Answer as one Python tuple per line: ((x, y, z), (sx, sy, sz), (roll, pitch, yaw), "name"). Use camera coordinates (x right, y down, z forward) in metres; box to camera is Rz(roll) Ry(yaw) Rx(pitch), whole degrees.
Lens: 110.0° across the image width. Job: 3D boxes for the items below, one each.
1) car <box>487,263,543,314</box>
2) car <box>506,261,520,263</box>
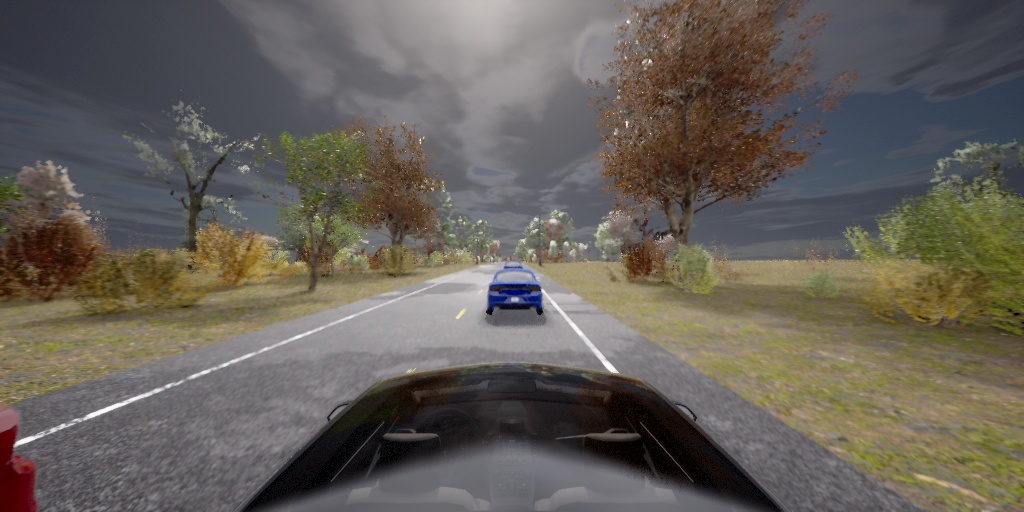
((0.098, 1.211, 13.792), (1.882, 1.535, 5.008), (0, 0, 0), "car")
((0.107, 1.211, 33.823), (1.882, 1.535, 5.008), (0, 0, 0), "car")
